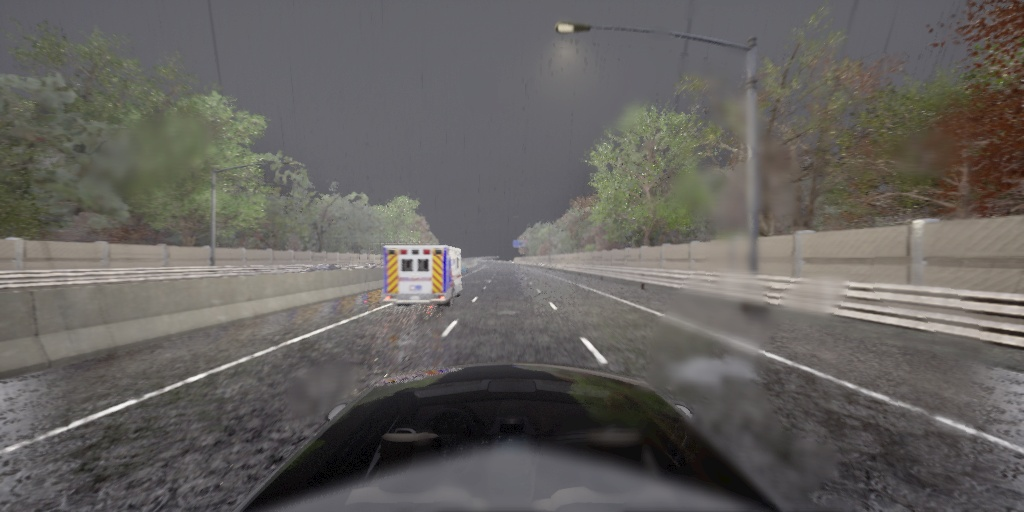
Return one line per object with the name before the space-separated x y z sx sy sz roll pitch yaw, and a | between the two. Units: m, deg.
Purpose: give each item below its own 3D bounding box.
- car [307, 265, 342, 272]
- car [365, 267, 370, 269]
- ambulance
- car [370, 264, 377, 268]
car | -21.485 1.695 41.357 2.033 1.411 5.357 0 -1 -1
car | -18.123 1.764 48.079 2.033 1.411 5.357 0 -1 -1
ambulance | -3.560 0.879 15.963 2.351 2.431 6.366 0 -1 0
car | -14.495 1.747 42.080 1.895 1.301 4.718 0 -1 -1
